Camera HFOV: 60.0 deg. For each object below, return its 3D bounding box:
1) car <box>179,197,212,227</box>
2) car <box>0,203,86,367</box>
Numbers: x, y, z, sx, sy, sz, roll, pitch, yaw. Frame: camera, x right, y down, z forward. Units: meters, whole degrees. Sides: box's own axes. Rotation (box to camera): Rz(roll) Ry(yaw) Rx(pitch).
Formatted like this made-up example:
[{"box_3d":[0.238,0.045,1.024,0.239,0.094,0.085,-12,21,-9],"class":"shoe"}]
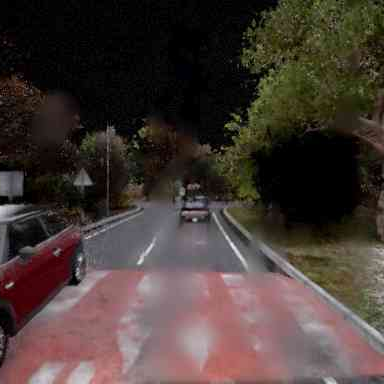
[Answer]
[{"box_3d":[0.204,1.295,21.004,2.128,1.511,4.902,0,1,1],"class":"car"},{"box_3d":[-3.323,1.119,5.198,2.097,1.767,4.553,1,5,0],"class":"car"}]
